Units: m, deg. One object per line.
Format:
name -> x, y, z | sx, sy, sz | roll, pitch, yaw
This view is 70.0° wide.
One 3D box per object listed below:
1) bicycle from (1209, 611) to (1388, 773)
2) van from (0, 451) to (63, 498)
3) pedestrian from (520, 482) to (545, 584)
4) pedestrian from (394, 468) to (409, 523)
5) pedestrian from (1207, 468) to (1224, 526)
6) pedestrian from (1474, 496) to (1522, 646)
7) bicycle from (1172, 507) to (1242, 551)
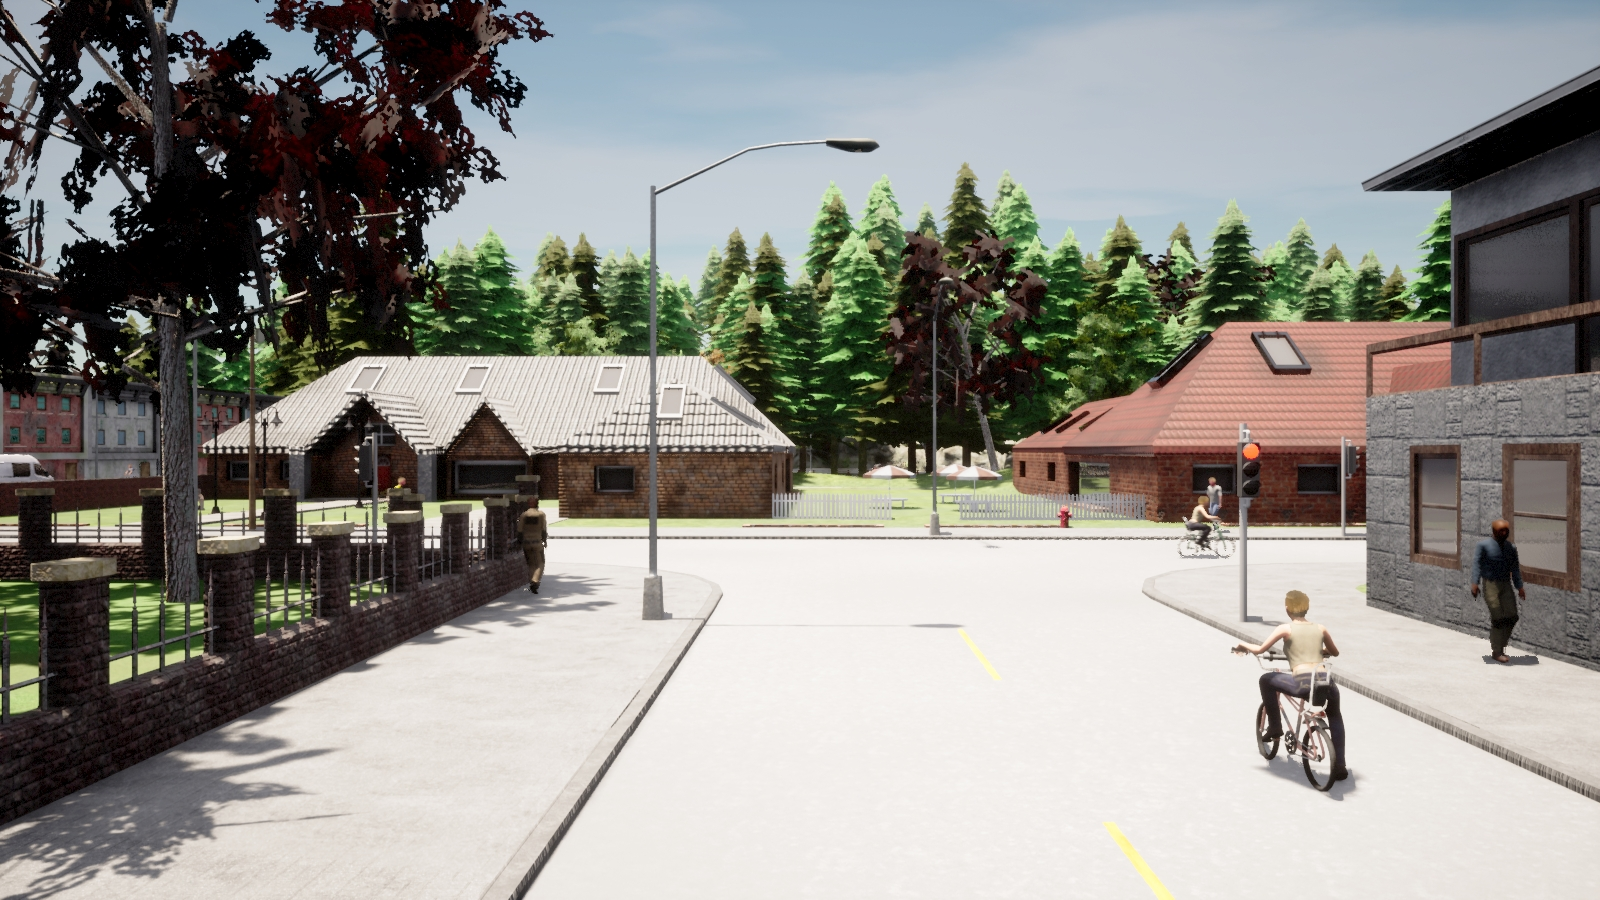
bicycle -> 4.247, 2.036, 9.857 | 0.859, 1.080, 1.487 | 0, 0, -2
van -> -43.981, 1.314, 63.550 | 1.988, 2.561, 5.915 | 0, 0, 1
pedestrian -> -4.943, 1.523, 21.121 | 0.375, 1.860, 0.375 | 0, 0, -2
pedestrian -> -13.381, 1.524, 38.376 | 0.375, 1.860, 0.375 | 0, 0, 2
pedestrian -> 13.507, 1.524, 37.143 | 0.375, 1.860, 0.375 | 0, 0, -36
pedestrian -> 8.839, 1.516, 14.473 | 0.375, 1.860, 0.375 | 0, 0, 1
bicycle -> 10.526, 2.036, 29.585 | 1.487, 1.080, 0.859 | 0, 0, 1
